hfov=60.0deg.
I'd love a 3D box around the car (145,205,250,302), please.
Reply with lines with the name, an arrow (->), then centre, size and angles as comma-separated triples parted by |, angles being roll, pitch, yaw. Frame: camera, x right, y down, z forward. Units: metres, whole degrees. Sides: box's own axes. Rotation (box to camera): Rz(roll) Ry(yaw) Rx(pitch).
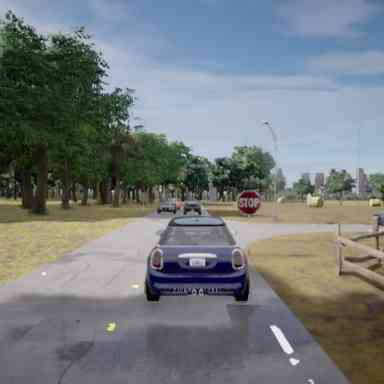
car -> 0.109, 1.384, 8.530 | 2.097, 1.767, 4.553 | 0, 0, 0

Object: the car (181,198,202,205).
car -> 0.079, 1.700, 37.532 | 1.837, 1.490, 4.892 | 0, 0, 0

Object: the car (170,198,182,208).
car -> -2.751, 1.906, 58.546 | 1.837, 1.490, 4.892 | 0, -1, 0

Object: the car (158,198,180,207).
car -> -2.791, 1.765, 38.179 | 1.994, 1.385, 4.181 | 0, 0, 1

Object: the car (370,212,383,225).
car -> 14.912, 1.724, 23.435 | 4.181, 1.385, 1.994 | 0, -2, 0

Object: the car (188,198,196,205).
car -> 0.087, 2.144, 77.805 | 1.837, 1.490, 4.892 | 0, -1, 0
